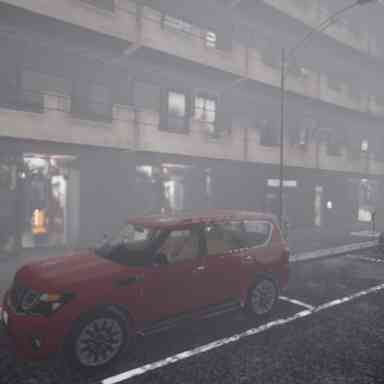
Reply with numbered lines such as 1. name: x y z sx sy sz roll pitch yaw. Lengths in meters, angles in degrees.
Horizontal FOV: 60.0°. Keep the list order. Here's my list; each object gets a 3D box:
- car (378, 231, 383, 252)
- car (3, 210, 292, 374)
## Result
1. car: 8.628 1.524 12.241 4.313 1.339 1.947 0 1 -35
2. car: -0.372 1.306 5.806 5.009 1.841 2.192 0 2 -35
